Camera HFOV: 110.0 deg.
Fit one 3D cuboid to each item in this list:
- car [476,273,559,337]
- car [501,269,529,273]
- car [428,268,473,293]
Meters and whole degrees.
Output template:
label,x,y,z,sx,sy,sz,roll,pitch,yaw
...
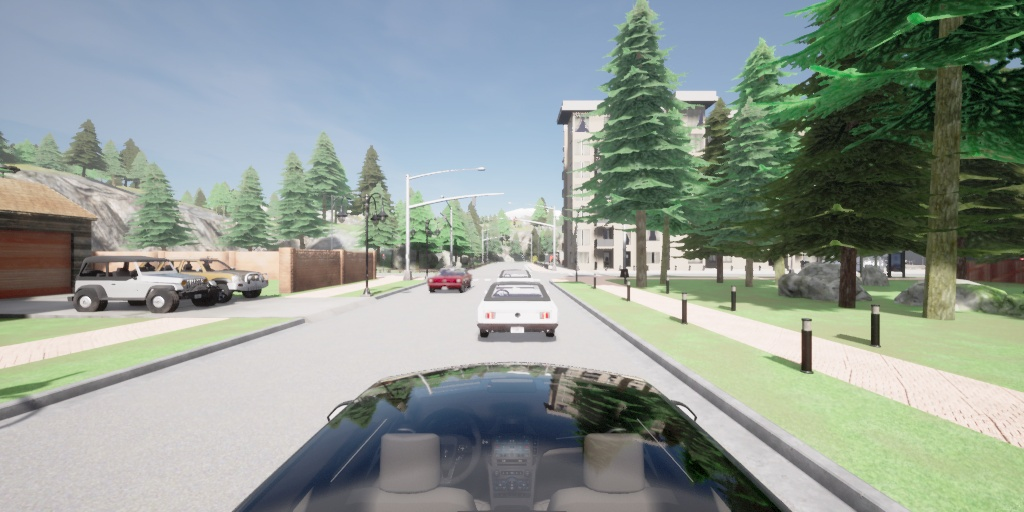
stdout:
label,x,y,z,sx,sy,sz,roll,pitch,yaw
car,0.134,1.351,10.192,1.895,1.301,4.718,0,0,0
car,0.167,1.351,19.359,1.895,1.301,4.718,0,0,0
car,-3.445,1.351,20.630,1.895,1.301,4.718,0,0,1
